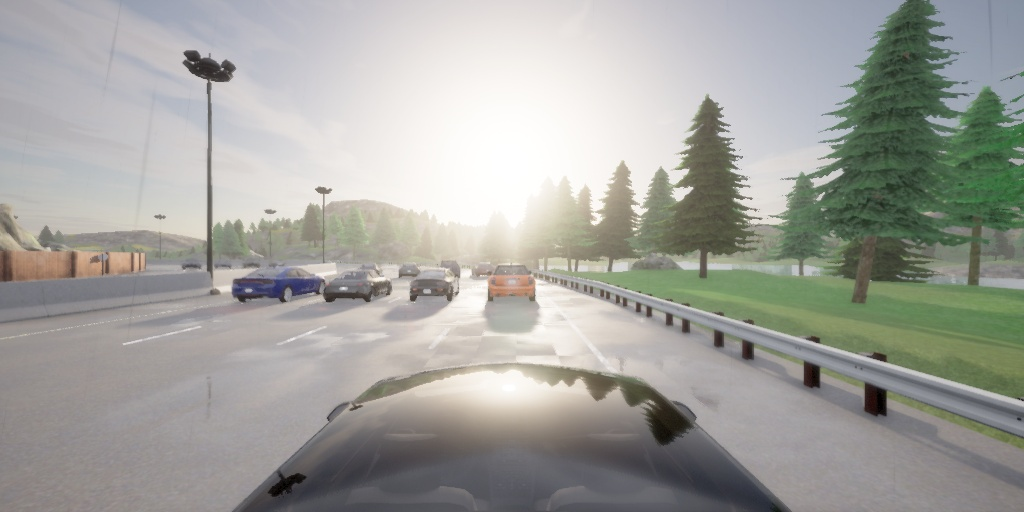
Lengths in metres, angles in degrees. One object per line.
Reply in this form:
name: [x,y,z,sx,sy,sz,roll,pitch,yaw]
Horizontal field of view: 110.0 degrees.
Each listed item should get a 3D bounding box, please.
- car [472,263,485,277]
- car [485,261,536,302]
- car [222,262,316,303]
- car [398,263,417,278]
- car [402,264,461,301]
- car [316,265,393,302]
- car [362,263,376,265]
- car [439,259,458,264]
car: [-2.744,1.320,35.171,1.994,1.385,4.181,0,0,-14]
car: [-0.092,1.113,17.187,2.097,1.767,4.553,0,0,-3]
car: [-10.583,1.232,16.738,1.882,1.535,5.008,0,0,-3]
car: [-9.530,1.320,33.457,1.994,1.385,4.181,0,0,-14]
car: [-3.590,1.280,17.057,1.812,1.442,4.674,0,0,-3]
car: [-7.086,1.319,16.898,1.994,1.385,4.181,0,0,-3]
car: [-12.924,1.320,32.599,1.994,1.385,4.181,0,0,-14]
car: [-6.130,1.113,34.285,2.097,1.767,4.553,0,0,-14]
